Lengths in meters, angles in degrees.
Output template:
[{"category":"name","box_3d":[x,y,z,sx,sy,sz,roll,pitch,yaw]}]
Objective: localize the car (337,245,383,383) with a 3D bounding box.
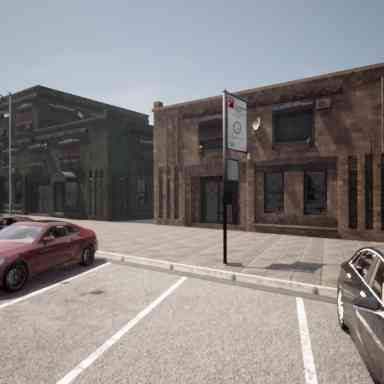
[{"category":"car","box_3d":[2.984,1.487,3.967,2.231,1.521,4.892,1,-1,15]}]

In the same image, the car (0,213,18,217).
[{"category":"car","box_3d":[-6.809,1.518,10.888,2.163,1.488,4.792,1,-1,16]}]

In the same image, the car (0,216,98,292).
[{"category":"car","box_3d":[-4.356,1.527,9.176,2.002,1.452,4.674,1,-1,15]}]
